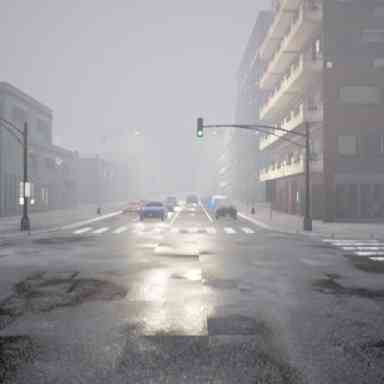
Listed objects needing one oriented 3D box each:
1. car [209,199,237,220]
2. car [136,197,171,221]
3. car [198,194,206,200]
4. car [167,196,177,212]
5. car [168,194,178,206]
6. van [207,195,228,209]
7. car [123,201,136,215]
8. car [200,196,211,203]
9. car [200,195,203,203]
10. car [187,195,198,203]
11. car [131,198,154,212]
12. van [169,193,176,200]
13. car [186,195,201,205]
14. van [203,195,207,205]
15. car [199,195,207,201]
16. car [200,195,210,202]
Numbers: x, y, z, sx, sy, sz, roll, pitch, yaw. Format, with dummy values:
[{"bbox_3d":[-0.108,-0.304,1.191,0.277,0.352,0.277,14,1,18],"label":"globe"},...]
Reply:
[{"bbox_3d":[2.715,1.526,27.480,2.008,1.369,4.403,1,0,0],"label":"car"},{"bbox_3d":[-3.078,1.453,27.452,1.882,1.535,5.008,0,0,0],"label":"car"},{"bbox_3d":[2.748,1.402,94.449,2.008,1.369,4.403,1,0,0],"label":"car"},{"bbox_3d":[-3.069,1.527,37.580,1.994,1.385,4.181,0,0,0],"label":"car"},{"bbox_3d":[-3.051,1.451,49.715,1.837,1.490,4.892,0,0,0],"label":"car"},{"bbox_3d":[2.721,1.309,33.059,1.690,1.788,3.998,1,0,0],"label":"van"},{"bbox_3d":[-5.663,1.550,33.028,1.802,1.307,4.206,1,0,0],"label":"car"},{"bbox_3d":[2.734,1.481,66.545,1.947,1.339,4.313,1,0,0],"label":"car"},{"bbox_3d":[2.729,1.461,55.552,1.752,1.417,4.829,1,0,0],"label":"car"},{"bbox_3d":[0.031,1.405,67.388,2.128,1.511,4.902,0,0,0],"label":"car"},{"bbox_3d":[-5.660,1.506,38.609,1.887,1.381,4.507,1,0,0],"label":"car"},{"bbox_3d":[-5.628,1.193,94.410,1.690,1.788,3.998,1,0,0],"label":"van"},{"bbox_3d":[0.028,1.285,57.352,2.097,1.767,4.553,0,0,0],"label":"car"},{"bbox_3d":[2.726,1.295,44.222,1.690,1.788,3.998,1,0,0],"label":"van"},{"bbox_3d":[2.743,1.423,83.287,1.887,1.381,4.507,1,0,0],"label":"car"},{"bbox_3d":[2.737,1.470,72.125,1.947,1.339,4.313,1,0,0],"label":"car"}]
